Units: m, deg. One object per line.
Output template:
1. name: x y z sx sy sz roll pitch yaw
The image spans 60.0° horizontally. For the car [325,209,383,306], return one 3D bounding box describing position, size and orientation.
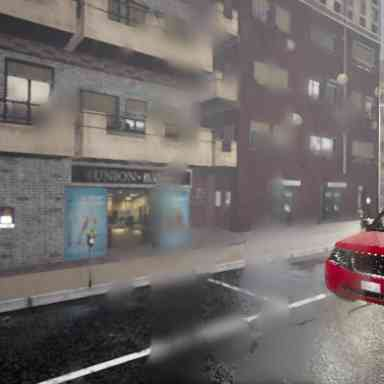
1. car: 5.186 1.181 7.060 5.566 2.045 2.150 0 0 -35
